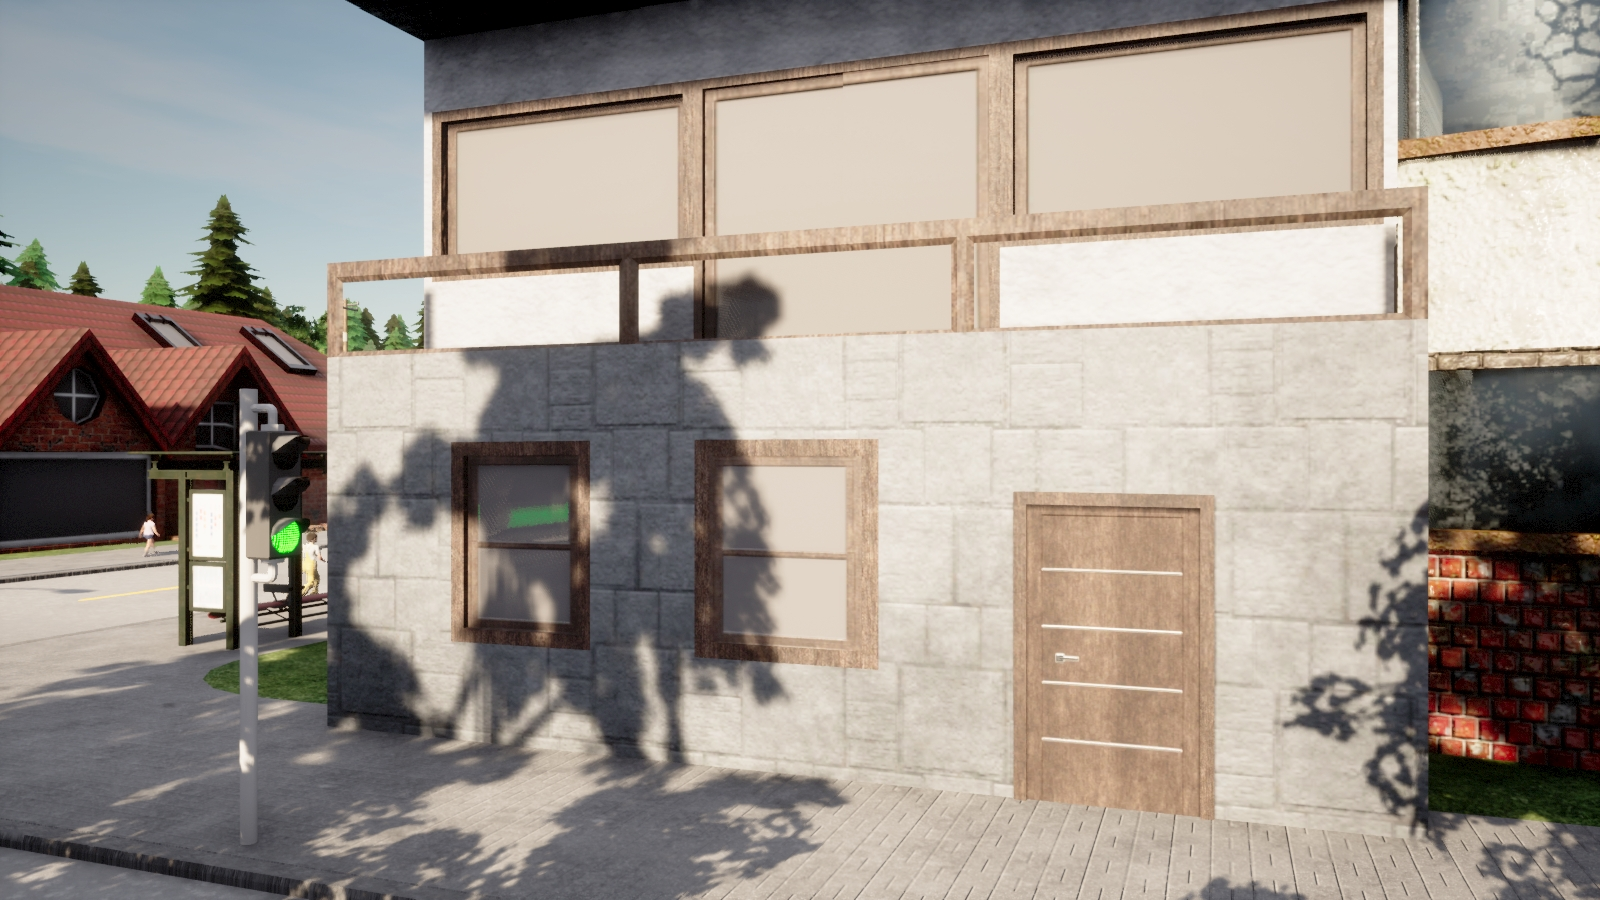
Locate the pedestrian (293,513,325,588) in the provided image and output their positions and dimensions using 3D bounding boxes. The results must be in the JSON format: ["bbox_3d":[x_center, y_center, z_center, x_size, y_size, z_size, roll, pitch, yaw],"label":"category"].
[{"bbox_3d":[-8.803,1.797,20.486,0.375,1.300,0.375,0,0,27],"label":"pedestrian"}]

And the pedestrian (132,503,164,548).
[{"bbox_3d":[-16.479,1.905,28.892,0.500,1.100,0.500,0,0,21],"label":"pedestrian"}]
